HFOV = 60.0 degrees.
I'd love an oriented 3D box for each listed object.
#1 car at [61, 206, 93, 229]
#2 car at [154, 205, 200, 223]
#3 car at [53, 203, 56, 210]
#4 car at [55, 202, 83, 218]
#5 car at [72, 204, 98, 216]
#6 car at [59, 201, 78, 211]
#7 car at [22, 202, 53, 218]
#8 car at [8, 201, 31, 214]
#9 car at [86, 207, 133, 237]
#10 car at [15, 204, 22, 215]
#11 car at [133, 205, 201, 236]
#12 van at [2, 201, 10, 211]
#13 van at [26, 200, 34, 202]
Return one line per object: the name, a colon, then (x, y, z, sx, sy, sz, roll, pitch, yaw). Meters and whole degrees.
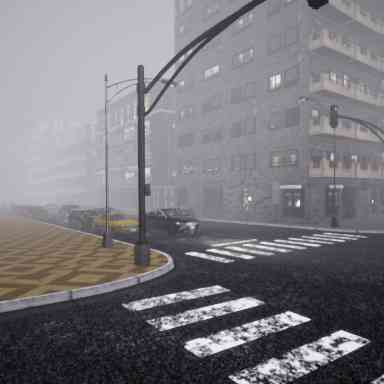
car: (-8.205, 2.002, 25.473, 1.947, 1.339, 4.313, -2, 0, -36)
car: (-1.452, 1.915, 30.434, 2.008, 1.369, 4.403, -2, 0, -36)
car: (-23.805, 2.517, 56.528, 1.994, 1.385, 4.181, -1, -1, -37)
car: (-13.238, 2.118, 36.741, 1.837, 1.490, 4.892, -1, -1, -36)
car: (-13.900, 2.277, 43.033, 1.895, 1.301, 4.718, -1, -1, -36)
car: (-21.534, 2.366, 57.777, 1.967, 1.590, 4.097, -2, 0, -36)
car: (-18.245, 2.261, 39.145, 1.887, 1.381, 4.507, -2, 0, -36)
car: (-24.937, 2.448, 48.259, 1.887, 1.381, 4.507, -2, 0, -36)
car: (-4.760, 1.865, 20.780, 1.752, 1.417, 4.829, -2, 0, -36)
car: (-21.590, 2.392, 43.702, 1.802, 1.307, 4.206, -2, 0, -36)
car: (-1.429, 1.775, 20.636, 2.128, 1.511, 4.902, -1, -1, -36)
van: (-31.636, 2.432, 57.374, 1.690, 1.788, 3.998, -2, 0, -36)
van: (-41.616, 2.830, 85.121, 1.690, 1.788, 3.998, -2, 0, -36)
